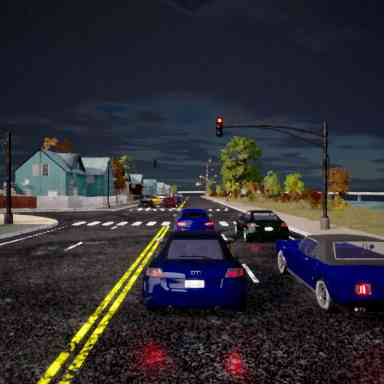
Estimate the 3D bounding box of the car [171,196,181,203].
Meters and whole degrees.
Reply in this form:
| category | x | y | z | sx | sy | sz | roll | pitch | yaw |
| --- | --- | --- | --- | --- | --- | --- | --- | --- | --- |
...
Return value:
| category | x | y | z | sx | sy | sz | roll | pitch | yaw |
| --- | --- | --- | --- | --- | --- | --- | --- | --- | --- |
| car | -3.352 | 1.538 | 70.280 | 1.882 | 1.535 | 5.008 | 0 | 0 | 0 |

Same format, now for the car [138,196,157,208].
| category | x | y | z | sx | sy | sz | roll | pitch | yaw |
| --- | --- | --- | --- | --- | --- | --- | --- | --- | --- |
| car | -6.662 | 1.591 | 48.874 | 1.994 | 1.385 | 4.181 | 0 | 0 | 0 |

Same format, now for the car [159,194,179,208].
| category | x | y | z | sx | sy | sz | roll | pitch | yaw |
| --- | --- | --- | --- | --- | --- | --- | --- | --- | --- |
| car | -3.408 | 1.506 | 49.996 | 1.882 | 1.535 | 5.008 | 0 | 0 | 1 |

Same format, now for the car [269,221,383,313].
| category | x | y | z | sx | sy | sz | roll | pitch | yaw |
| --- | --- | --- | --- | --- | --- | --- | --- | --- | --- |
| car | 3.343 | 1.601 | 7.619 | 1.895 | 1.301 | 4.718 | 0 | 0 | 0 |

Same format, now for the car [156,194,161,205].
| category | x | y | z | sx | sy | sz | roll | pitch | yaw |
| --- | --- | --- | --- | --- | --- | --- | --- | --- | --- |
| car | -6.658 | 1.519 | 59.112 | 1.882 | 1.535 | 5.008 | 0 | 0 | 0 |

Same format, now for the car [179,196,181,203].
| category | x | y | z | sx | sy | sz | roll | pitch | yaw |
| --- | --- | --- | --- | --- | --- | --- | --- | --- | --- |
| car | -3.409 | 1.534 | 59.914 | 2.128 | 1.511 | 4.902 | 0 | 0 | 0 |

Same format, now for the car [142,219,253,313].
| category | x | y | z | sx | sy | sz | roll | pitch | yaw |
| --- | --- | --- | --- | --- | --- | --- | --- | --- | --- |
| car | 0.079 | 1.564 | 7.779 | 1.994 | 1.385 | 4.181 | 0 | 0 | 1 |

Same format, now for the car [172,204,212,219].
| category | x | y | z | sx | sy | sz | roll | pitch | yaw |
| --- | --- | --- | --- | --- | --- | --- | --- | --- | --- |
| car | 0.062 | 1.527 | 16.466 | 1.812 | 1.442 | 4.674 | 0 | 0 | -2 |

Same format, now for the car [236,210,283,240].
| category | x | y | z | sx | sy | sz | roll | pitch | yaw |
| --- | --- | --- | --- | --- | --- | --- | --- | --- | --- |
| car | 3.325 | 1.565 | 16.380 | 1.994 | 1.385 | 4.181 | 0 | 0 | 0 |
